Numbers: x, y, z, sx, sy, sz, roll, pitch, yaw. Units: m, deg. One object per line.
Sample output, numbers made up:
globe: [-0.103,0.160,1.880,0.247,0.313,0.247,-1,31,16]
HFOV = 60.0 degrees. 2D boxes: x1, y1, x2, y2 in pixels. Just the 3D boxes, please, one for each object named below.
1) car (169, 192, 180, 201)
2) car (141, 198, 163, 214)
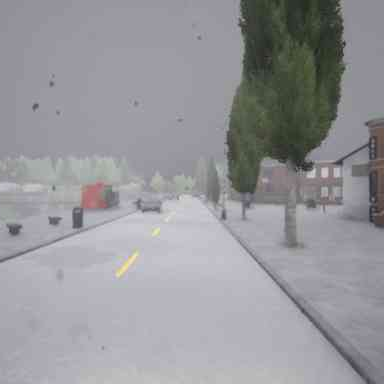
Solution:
car: [-3.987,0.988,75.275,2.150,2.045,5.566,0,0,0]
car: [-4.087,1.428,34.612,1.837,1.490,4.892,0,0,0]
